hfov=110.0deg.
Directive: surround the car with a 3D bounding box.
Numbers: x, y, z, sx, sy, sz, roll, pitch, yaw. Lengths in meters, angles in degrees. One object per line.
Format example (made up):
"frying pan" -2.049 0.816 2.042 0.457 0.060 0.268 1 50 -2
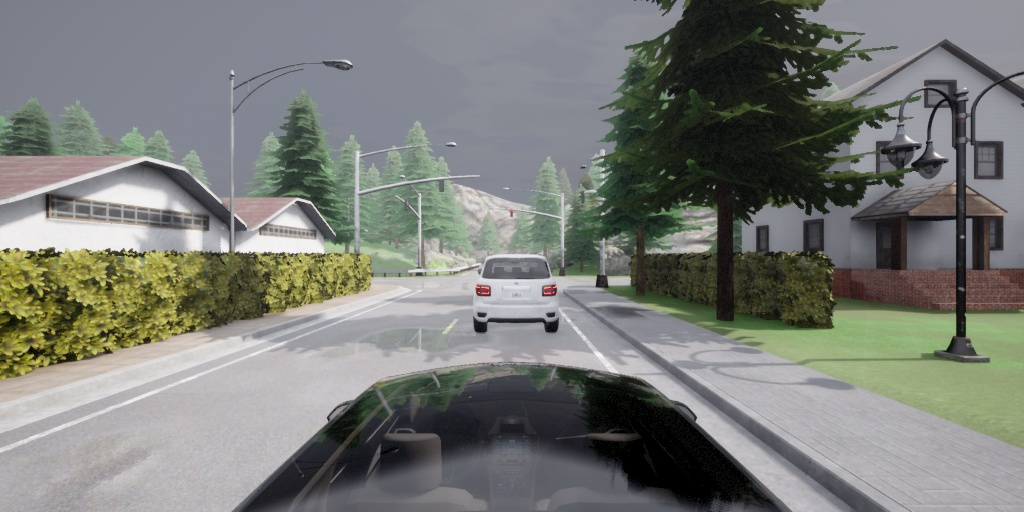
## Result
"car" 0.106 0.971 10.912 2.150 2.045 5.566 0 0 0
